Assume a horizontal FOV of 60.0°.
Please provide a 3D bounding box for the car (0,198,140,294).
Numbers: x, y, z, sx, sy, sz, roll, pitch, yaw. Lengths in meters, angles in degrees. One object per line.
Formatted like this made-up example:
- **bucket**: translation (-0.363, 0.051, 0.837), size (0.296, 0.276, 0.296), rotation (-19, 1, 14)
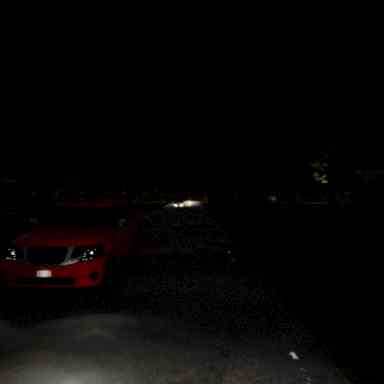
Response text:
- **car**: translation (-2.842, 1.220, 9.168), size (2.150, 2.045, 5.566), rotation (0, 0, 0)

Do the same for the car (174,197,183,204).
- **car**: translation (-2.749, 1.759, 68.999), size (2.128, 1.511, 4.902), rotation (0, 0, 0)
